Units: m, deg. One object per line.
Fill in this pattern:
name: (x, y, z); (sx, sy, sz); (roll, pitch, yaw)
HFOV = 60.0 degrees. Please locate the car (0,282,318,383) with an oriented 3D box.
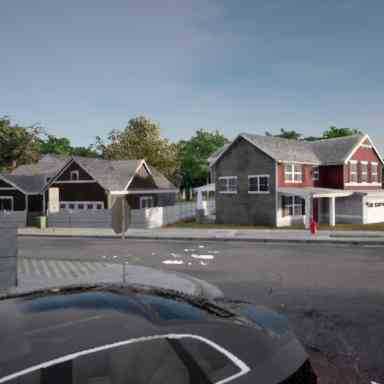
car: (-1.250, 1.523, 2.042); (4.892, 1.490, 1.837); (0, 0, -35)
